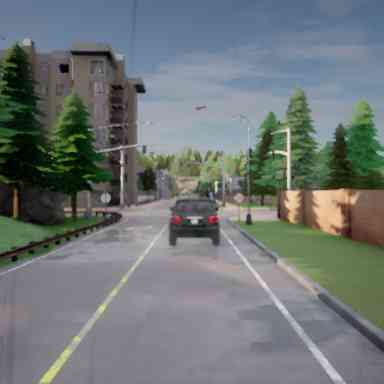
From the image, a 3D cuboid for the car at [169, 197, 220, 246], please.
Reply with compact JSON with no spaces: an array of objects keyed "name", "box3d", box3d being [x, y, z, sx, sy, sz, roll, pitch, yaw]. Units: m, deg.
[{"name":"car","box3d":[0.106,1.253,15.690,2.150,2.045,5.566,0,0,0]}]
